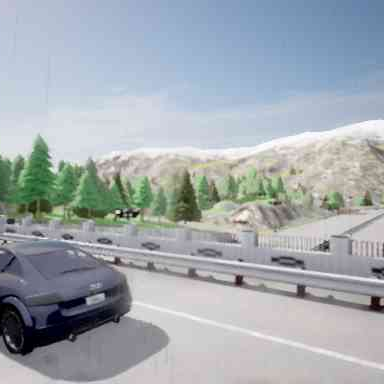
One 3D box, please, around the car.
[{"bbox_3d":[-3.084,1.603,6.195,4.181,1.385,1.994,0,0,36],"label":"car"}]
